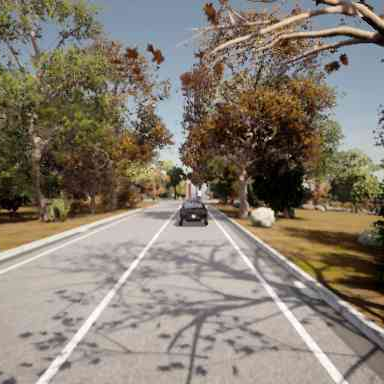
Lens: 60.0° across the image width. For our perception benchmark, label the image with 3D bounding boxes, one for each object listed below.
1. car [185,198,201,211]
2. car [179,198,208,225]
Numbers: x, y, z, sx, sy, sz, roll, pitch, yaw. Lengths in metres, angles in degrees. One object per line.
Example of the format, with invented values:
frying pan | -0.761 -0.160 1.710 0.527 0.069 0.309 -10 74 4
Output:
car | 0.104 1.488 41.730 1.837 1.490 4.892 0 -1 0
car | 0.102 1.374 23.394 1.882 1.535 5.008 0 0 0
